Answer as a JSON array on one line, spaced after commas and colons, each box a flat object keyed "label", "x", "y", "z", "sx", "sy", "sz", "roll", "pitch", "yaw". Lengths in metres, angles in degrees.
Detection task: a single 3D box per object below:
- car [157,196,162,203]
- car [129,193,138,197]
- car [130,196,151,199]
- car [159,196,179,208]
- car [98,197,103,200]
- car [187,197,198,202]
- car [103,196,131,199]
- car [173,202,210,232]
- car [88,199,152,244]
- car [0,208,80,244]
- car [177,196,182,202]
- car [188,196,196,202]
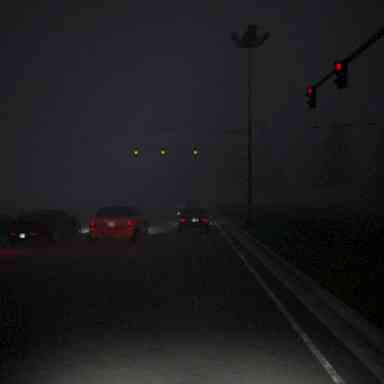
[{"label": "car", "x": -7.000, "y": 1.682, "z": 76.754, "sx": 2.033, "sy": 1.411, "sz": 5.357, "roll": 0, "pitch": 0, "yaw": 0}, {"label": "car", "x": -14.000, "y": 1.374, "z": 80.634, "sx": 2.150, "sy": 2.045, "sz": 5.566, "roll": 0, "pitch": 0, "yaw": 0}, {"label": "car", "x": -6.899, "y": 1.633, "z": 46.256, "sx": 2.033, "sy": 1.411, "sz": 5.357, "roll": 0, "pitch": 0, "yaw": 0}, {"label": "car", "x": -3.399, "y": 1.693, "z": 49.850, "sx": 1.895, "sy": 1.301, "sz": 4.718, "roll": 0, "pitch": 0, "yaw": 0}, {"label": "car", "x": -13.899, "y": 1.589, "z": 53.166, "sx": 2.128, "sy": 1.511, "sz": 4.902, "roll": 0, "pitch": 0, "yaw": 0}, {"label": "car", "x": 0.101, "y": 1.662, "z": 52.564, "sx": 1.994, "sy": 1.385, "sz": 4.181, "roll": 0, "pitch": 0, "yaw": 0}, {"label": "car", "x": -10.398, "y": 1.633, "z": 46.269, "sx": 2.033, "sy": 1.411, "sz": 5.357, "roll": 0, "pitch": 0, "yaw": 0}, {"label": "car", "x": 0.102, "y": 1.586, "z": 20.425, "sx": 2.033, "sy": 1.411, "sz": 5.357, "roll": 0, "pitch": 0, "yaw": 0}, {"label": "car", "x": -3.399, "y": 1.382, "z": 16.148, "sx": 2.097, "sy": 1.767, "sz": 4.553, "roll": 0, "pitch": 0, "yaw": 0}, {"label": "car", "x": -6.898, "y": 1.534, "z": 15.972, "sx": 1.837, "sy": 1.490, "sz": 4.892, "roll": 0, "pitch": 0, "yaw": 0}, {"label": "car", "x": -3.500, "y": 1.646, "z": 78.632, "sx": 1.837, "sy": 1.490, "sz": 4.892, "roll": 0, "pitch": 0, "yaw": 0}, {"label": "car", "x": 0.000, "y": 1.745, "z": 80.456, "sx": 1.895, "sy": 1.301, "sz": 4.718, "roll": 0, "pitch": 0, "yaw": 0}]
